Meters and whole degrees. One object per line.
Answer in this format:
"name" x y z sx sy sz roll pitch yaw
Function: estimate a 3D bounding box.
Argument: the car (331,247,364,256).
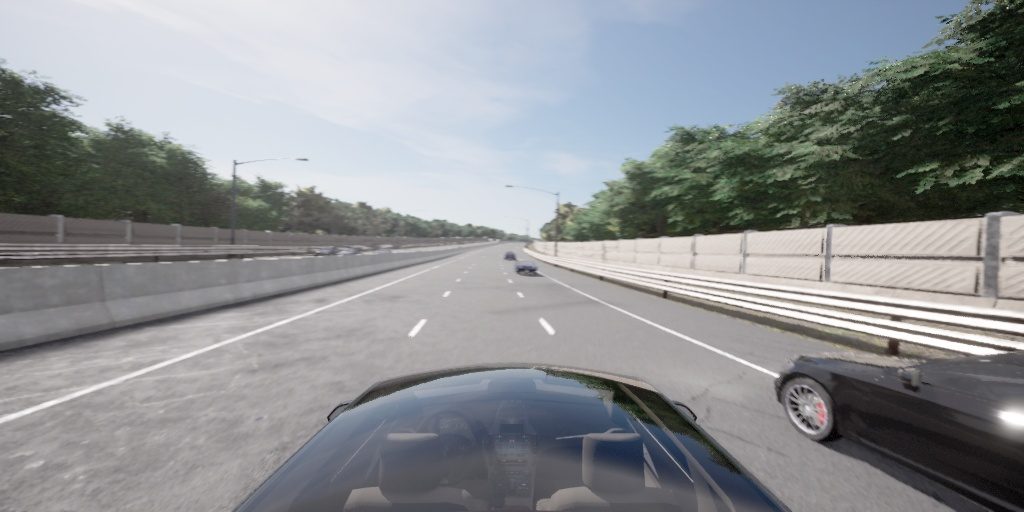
"car" -20.666 -0.245 46.112 2.033 1.411 5.357 2 1 -2

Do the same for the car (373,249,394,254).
"car" -17.278 -0.212 48.259 2.128 1.511 4.902 2 1 -2

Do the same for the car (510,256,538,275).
"car" 1.191 0.973 33.336 1.895 1.301 4.718 2 1 -3

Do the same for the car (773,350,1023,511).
"car" 4.461 1.442 2.720 1.812 1.442 4.674 2 0 -5

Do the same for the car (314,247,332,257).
"car" -24.234 -0.468 47.478 1.837 1.490 4.892 2 2 -2
